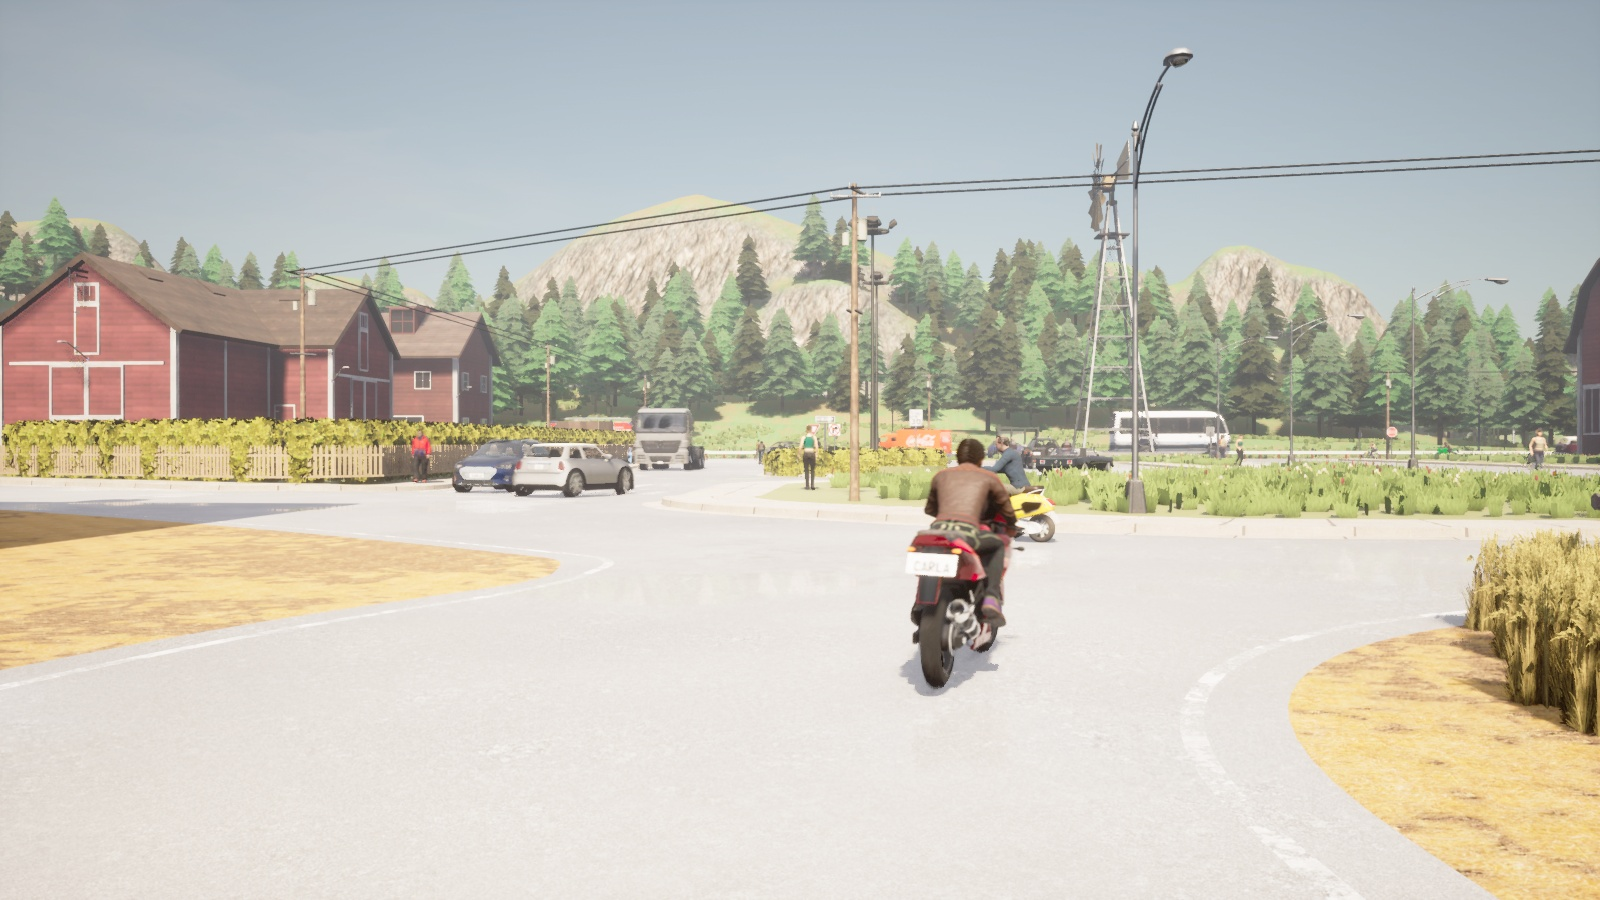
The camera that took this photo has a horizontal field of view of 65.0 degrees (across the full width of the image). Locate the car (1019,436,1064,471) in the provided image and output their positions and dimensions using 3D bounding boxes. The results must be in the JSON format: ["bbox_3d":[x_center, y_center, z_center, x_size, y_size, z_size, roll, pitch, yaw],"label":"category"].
[{"bbox_3d":[13.836,0.170,72.069,1.932,1.855,4.605,0,1,3],"label":"car"}]

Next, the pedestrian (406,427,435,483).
[{"bbox_3d":[-12.632,0.155,41.828,0.634,1.844,0.899,0,0,5],"label":"pedestrian"}]

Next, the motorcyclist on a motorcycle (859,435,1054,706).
[{"bbox_3d":[1.089,0.683,8.232,0.797,1.523,2.044,1,1,20],"label":"motorcyclist on a motorcycle"}]

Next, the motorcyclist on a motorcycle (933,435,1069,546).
[{"bbox_3d":[3.009,0.576,18.782,1.817,1.590,0.866,0,1,28],"label":"motorcyclist on a motorcycle"}]

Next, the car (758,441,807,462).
[{"bbox_3d":[-1.335,0.102,95.818,1.851,1.617,3.988,0,0,-34],"label":"car"}]

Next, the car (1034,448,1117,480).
[{"bbox_3d":[11.861,0.552,53.928,1.895,1.301,4.718,0,0,34],"label":"car"}]

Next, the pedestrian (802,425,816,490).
[{"bbox_3d":[0.252,0.200,35.654,0.345,1.836,0.594,0,0,-4],"label":"pedestrian"}]

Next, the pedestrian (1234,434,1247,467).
[{"bbox_3d":[24.274,0.037,69.190,0.345,1.836,0.594,0,0,-18],"label":"pedestrian"}]

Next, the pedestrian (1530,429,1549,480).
[{"bbox_3d":[26.666,0.168,45.301,0.345,1.836,0.594,0,0,2],"label":"pedestrian"}]

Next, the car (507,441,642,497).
[{"bbox_3d":[-6.299,0.499,35.505,1.970,1.475,3.806,0,0,23],"label":"car"}]

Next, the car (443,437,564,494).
[{"bbox_3d":[-9.125,0.447,39.131,2.033,1.649,4.856,0,0,8],"label":"car"}]

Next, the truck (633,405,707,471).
[{"bbox_3d":[-7.119,-0.636,69.920,2.891,3.462,7.936,0,0,3],"label":"truck"}]

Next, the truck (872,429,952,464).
[{"bbox_3d":[8.159,-0.252,91.433,5.204,2.467,2.627,0,0,28],"label":"truck"}]
